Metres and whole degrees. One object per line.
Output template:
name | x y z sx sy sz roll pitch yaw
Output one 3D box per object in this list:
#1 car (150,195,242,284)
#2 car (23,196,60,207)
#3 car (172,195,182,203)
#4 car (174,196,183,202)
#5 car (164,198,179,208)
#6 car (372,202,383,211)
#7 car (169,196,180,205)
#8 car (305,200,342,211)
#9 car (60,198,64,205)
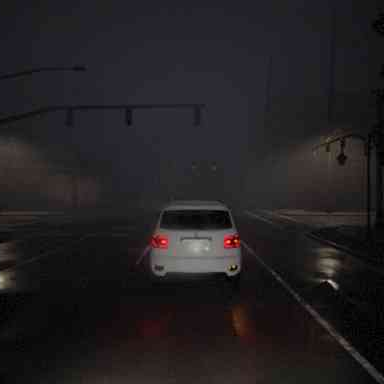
car | 0.089 1.244 9.797 2.150 2.045 5.566 0 0 0
car | -23.306 1.402 50.958 4.611 1.667 2.242 0 0 1
car | -3.207 1.506 72.099 2.097 1.767 4.553 0 0 0
car | -3.292 1.711 82.447 2.033 1.411 5.357 0 0 0
car | -3.123 1.657 52.519 2.033 1.411 5.357 0 0 0
car | 24.723 1.609 40.957 4.674 1.442 1.812 0 0 1
car | -3.186 1.608 62.096 1.882 1.535 5.008 0 0 0
car | 16.223 1.650 41.027 4.181 1.385 1.994 0 0 0
car | -24.021 1.575 56.709 3.806 1.475 1.970 0 0 1
